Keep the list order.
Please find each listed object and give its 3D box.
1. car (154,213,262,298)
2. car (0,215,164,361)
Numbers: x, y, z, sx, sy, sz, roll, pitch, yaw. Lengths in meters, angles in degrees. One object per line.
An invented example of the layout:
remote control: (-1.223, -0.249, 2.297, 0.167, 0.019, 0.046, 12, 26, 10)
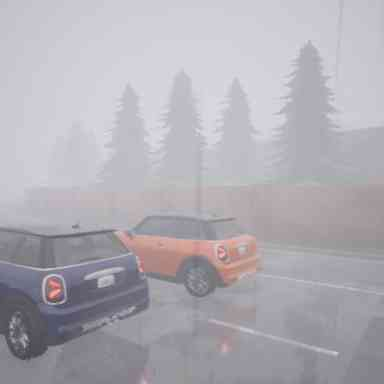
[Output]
car: (-0.579, 1.325, 8.734, 4.553, 1.767, 2.097, 0, 0, 36)
car: (-2.977, 1.323, 6.154, 4.553, 1.767, 2.097, 0, 0, 36)
